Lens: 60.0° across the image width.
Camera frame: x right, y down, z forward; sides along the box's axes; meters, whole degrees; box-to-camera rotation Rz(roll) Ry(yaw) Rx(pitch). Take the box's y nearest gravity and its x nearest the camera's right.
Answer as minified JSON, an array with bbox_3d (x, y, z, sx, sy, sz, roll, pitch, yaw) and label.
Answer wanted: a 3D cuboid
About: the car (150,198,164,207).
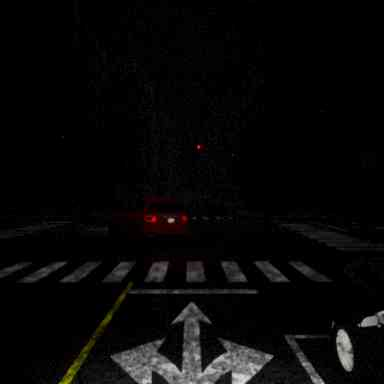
[{"bbox_3d":[-5.688,1.676,54.415,1.802,1.307,4.206,0,0,0],"label":"car"}]

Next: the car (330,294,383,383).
[{"bbox_3d":[2.666,1.556,2.732,2.008,1.369,4.403,0,0,0],"label":"car"}]

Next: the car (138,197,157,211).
[{"bbox_3d":[-5.728,1.515,43.078,1.967,1.590,4.097,0,0,0],"label":"car"}]

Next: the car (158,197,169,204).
[{"bbox_3d":[-5.649,1.637,65.581,1.752,1.417,4.829,0,0,0],"label":"car"}]

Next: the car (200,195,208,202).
[{"bbox_3d":[2.937,1.575,82.736,1.967,1.590,4.097,0,0,0],"label":"car"}]

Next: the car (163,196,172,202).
[{"bbox_3d":[-5.608,1.672,77.087,1.887,1.381,4.507,0,0,0],"label":"car"}]

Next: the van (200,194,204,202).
[{"bbox_3d":[2.857,1.444,60.059,1.690,1.788,3.998,0,0,0],"label":"van"}]

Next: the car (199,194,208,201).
[{"bbox_3d":[2.957,1.457,88.405,2.192,1.841,5.009,0,0,0],"label":"car"}]

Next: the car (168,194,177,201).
[{"bbox_3d":[-5.549,1.464,94.093,2.192,1.841,5.009,0,0,0],"label":"car"}]

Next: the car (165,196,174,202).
[{"bbox_3d":[-5.589,1.660,82.586,1.752,1.417,4.829,0,0,0],"label":"car"}]

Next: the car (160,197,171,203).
[{"bbox_3d":[-5.628,1.686,71.419,1.947,1.339,4.313,0,0,0],"label":"car"}]

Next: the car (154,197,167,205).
[{"bbox_3d":[-5.669,1.669,60.083,1.947,1.339,4.313,0,0,0],"label":"car"}]

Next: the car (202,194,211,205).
[{"bbox_3d":[2.817,1.525,48.720,1.967,1.590,4.097,0,0,0],"label":"car"}]

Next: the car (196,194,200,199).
[{"bbox_3d":[0.218,1.676,67.750,1.994,1.385,4.181,0,0,0],"label":"car"}]

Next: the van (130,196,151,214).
[{"bbox_3d":[-5.748,1.406,37.410,1.690,1.788,3.998,0,0,0],"label":"van"}]

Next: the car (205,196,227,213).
[{"bbox_3d":[2.778,1.505,37.382,1.967,1.590,4.097,0,0,0],"label":"car"}]

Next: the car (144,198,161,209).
[{"bbox_3d":[-5.708,1.650,48.746,1.947,1.339,4.313,0,0,0],"label":"car"}]

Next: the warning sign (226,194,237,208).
[{"bbox_3d":[5.200,1.191,43.368,1.300,1.860,1.060,0,0,0],"label":"warning sign"}]

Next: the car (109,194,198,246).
[{"bbox_3d":[-2.200,1.249,15.878,2.150,2.045,5.566,1,0,-30],"label":"car"}]
